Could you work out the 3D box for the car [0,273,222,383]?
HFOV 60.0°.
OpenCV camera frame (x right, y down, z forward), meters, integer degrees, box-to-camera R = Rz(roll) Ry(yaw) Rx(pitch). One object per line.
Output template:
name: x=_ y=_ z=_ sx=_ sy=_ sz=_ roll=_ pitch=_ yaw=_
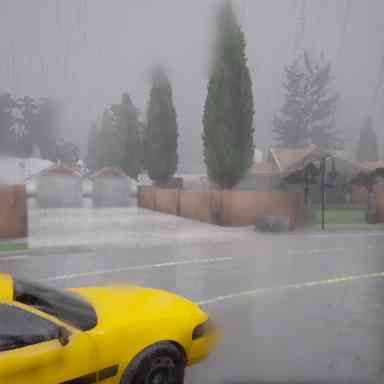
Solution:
car: x=-2.140 y=1.450 z=3.137 sx=5.366 sy=1.575 sz=1.801 roll=0 pitch=0 yaw=-36
